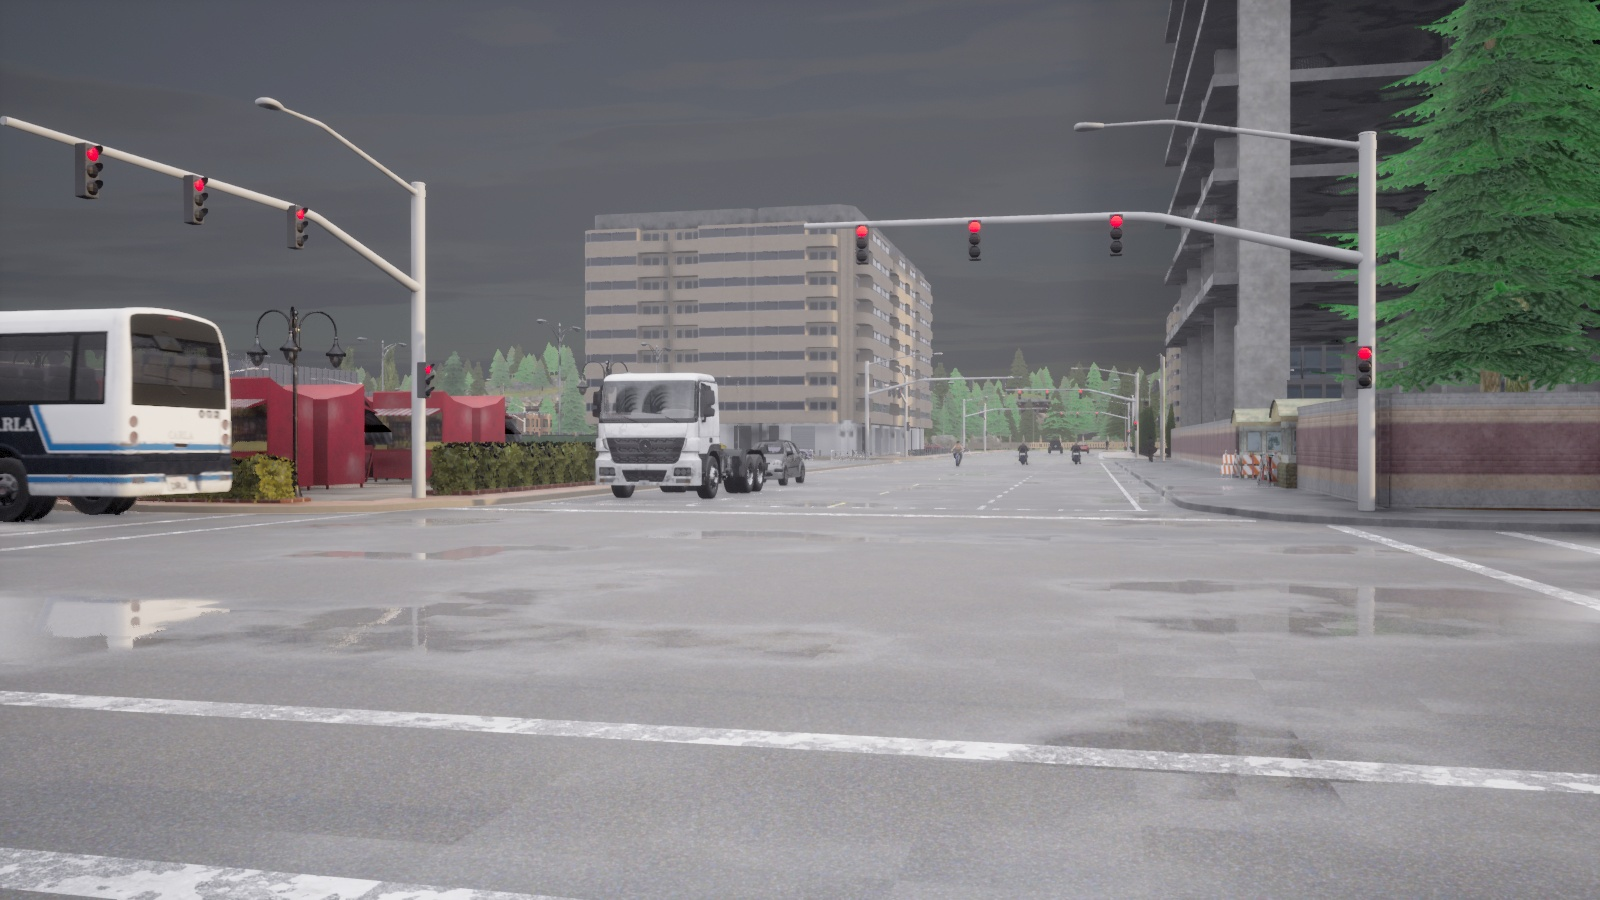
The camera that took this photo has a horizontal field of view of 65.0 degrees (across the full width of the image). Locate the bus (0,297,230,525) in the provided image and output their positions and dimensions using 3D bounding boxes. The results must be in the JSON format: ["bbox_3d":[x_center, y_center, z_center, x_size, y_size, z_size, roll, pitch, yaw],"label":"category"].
[{"bbox_3d":[-17.830,-0.738,26.433,10.273,4.253,3.944,0,0,12],"label":"bus"}]

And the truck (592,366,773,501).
[{"bbox_3d":[-3.137,-0.442,36.213,2.891,3.462,7.936,0,0,13],"label":"truck"}]

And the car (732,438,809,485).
[{"bbox_3d":[-1.019,0.386,45.574,1.851,1.617,3.988,0,0,13],"label":"car"}]
